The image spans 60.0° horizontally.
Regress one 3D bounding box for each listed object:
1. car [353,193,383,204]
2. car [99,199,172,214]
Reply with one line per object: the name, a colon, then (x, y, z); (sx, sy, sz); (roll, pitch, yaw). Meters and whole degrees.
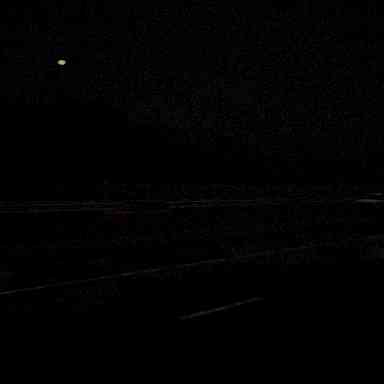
car: (18.771, 1.153, 34.141); (5.566, 2.045, 2.150); (0, 0, -35)
car: (-3.256, 1.318, 18.788); (4.553, 1.767, 2.097); (0, 0, -35)
